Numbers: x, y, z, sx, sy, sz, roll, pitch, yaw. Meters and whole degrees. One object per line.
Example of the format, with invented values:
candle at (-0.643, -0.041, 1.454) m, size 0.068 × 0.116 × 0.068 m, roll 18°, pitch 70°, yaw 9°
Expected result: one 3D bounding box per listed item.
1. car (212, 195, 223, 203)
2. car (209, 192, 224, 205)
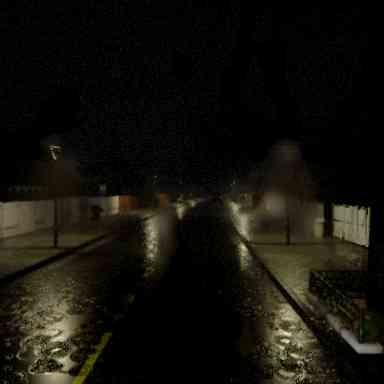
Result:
car at (4.946, 1.325, 64.456) m, size 1.882 × 1.535 × 5.008 m, roll 0°, pitch 0°, yaw 6°
car at (3.915, 1.079, 54.114) m, size 2.150 × 2.045 × 5.566 m, roll 0°, pitch 0°, yaw 6°
